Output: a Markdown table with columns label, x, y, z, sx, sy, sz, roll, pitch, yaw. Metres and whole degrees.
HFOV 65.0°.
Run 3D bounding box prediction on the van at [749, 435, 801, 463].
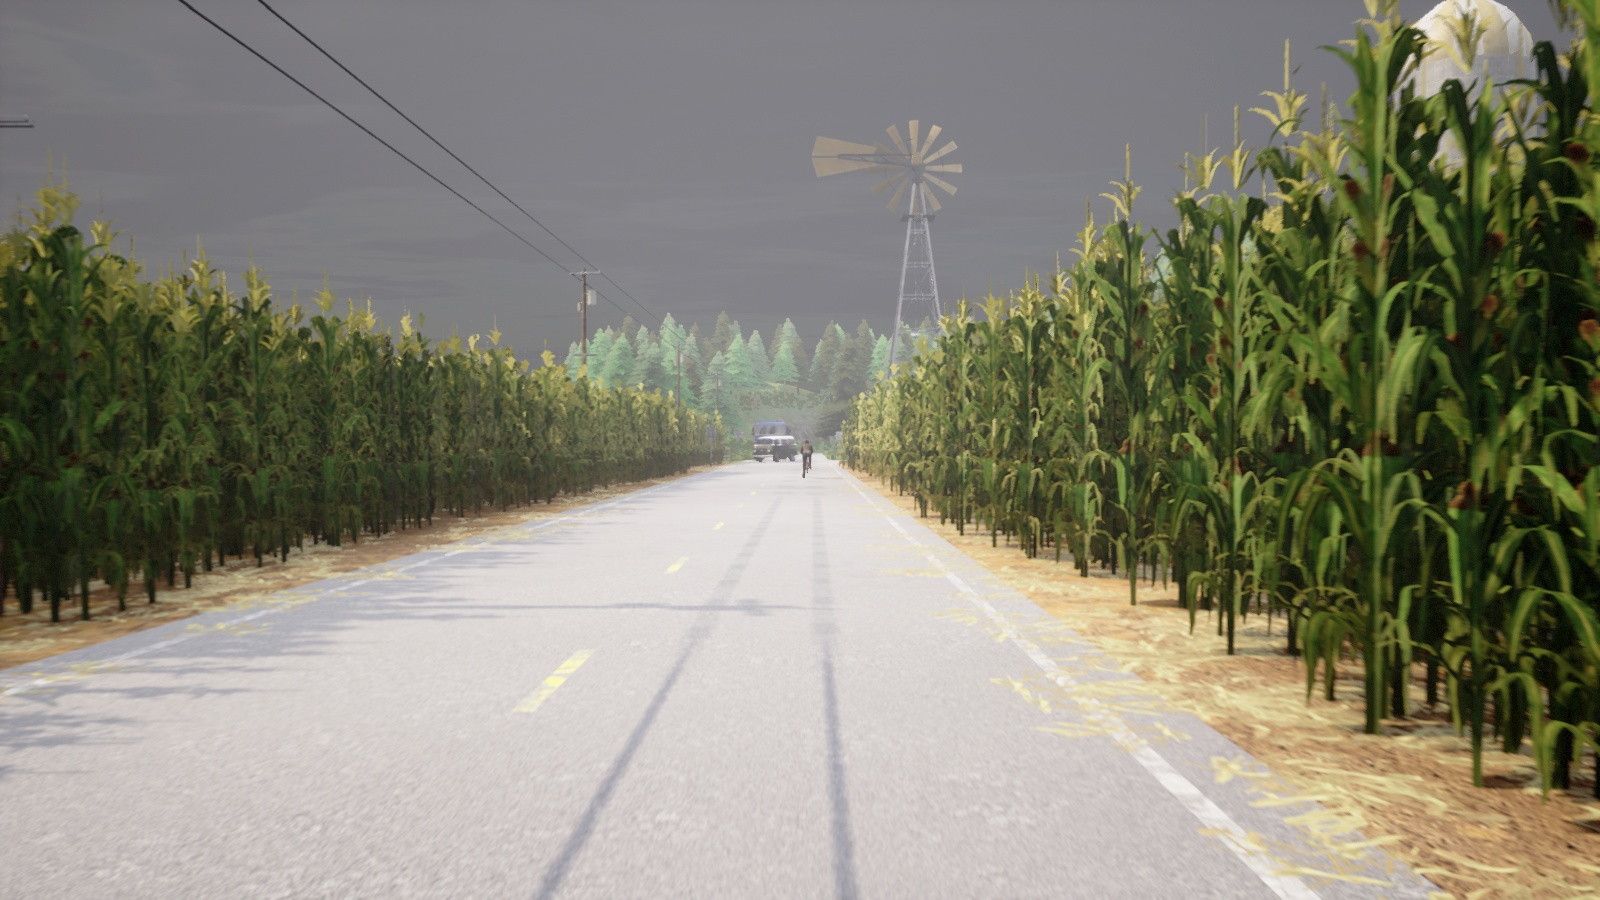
| label | x | y | z | sx | sy | sz | roll | pitch | yaw |
| --- | --- | --- | --- | --- | --- | --- | --- | --- | --- |
| van | -1.910 | -0.078 | 96.446 | 2.069 | 2.038 | 4.480 | -1 | 0 | 27 |
